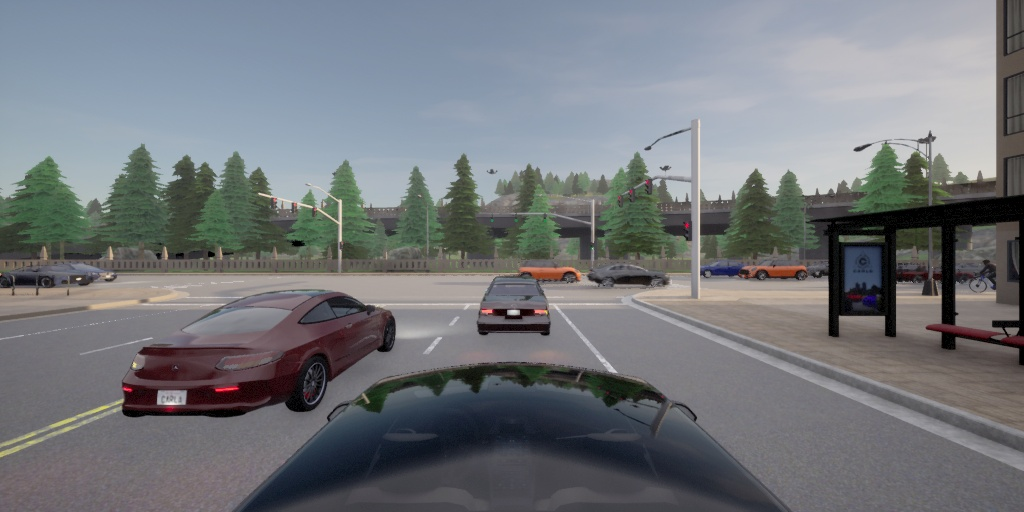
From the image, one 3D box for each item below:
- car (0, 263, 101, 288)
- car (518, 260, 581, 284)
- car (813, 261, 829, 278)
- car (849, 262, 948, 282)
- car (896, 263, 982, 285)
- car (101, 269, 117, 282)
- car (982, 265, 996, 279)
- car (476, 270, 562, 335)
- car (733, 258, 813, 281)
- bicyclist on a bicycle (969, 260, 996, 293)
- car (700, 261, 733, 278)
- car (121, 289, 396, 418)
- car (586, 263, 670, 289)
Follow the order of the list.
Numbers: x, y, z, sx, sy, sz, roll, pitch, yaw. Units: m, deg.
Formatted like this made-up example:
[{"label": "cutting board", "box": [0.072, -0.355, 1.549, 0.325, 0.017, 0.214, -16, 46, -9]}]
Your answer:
[{"label": "car", "box": [-29.039, 1.258, 22.404, 4.181, 1.385, 1.994, 0, 0, 1]}, {"label": "car", "box": [2.557, 1.057, 25.554, 4.553, 1.767, 2.097, 0, 0, 1]}, {"label": "car", "box": [28.289, 1.186, 32.123, 4.902, 1.511, 2.128, 0, 0, 4]}, {"label": "car", "box": [30.557, 1.242, 28.511, 5.357, 1.411, 2.033, 0, 0, 6]}, {"label": "car", "box": [28.933, 1.295, 25.068, 4.718, 1.301, 1.895, 0, 0, 4]}, {"label": "car", "box": [-31.565, 1.220, 25.947, 4.674, 1.442, 1.812, 0, 0, 0]}, {"label": "car", "box": [38.077, 1.258, 30.440, 4.181, 1.385, 1.994, 0, 0, 17]}, {"label": "car", "box": [0.088, 1.297, 10.445, 2.033, 1.411, 5.357, 0, 0, 1]}, {"label": "car", "box": [20.954, 1.046, 28.951, 4.553, 1.767, 2.097, 0, 0, 2]}, {"label": "bicyclist on a bicycle", "box": [22.756, 0.995, 17.037, 0.582, 1.620, 1.656, 0, 0, 1]}, {"label": "car", "box": [18.908, 1.172, 32.505, 5.008, 1.535, 1.882, 0, 0, 1]}, {"label": "car", "box": [-3.447, 1.276, 5.951, 1.812, 1.442, 4.674, 0, 0, 0]}, {"label": "car", "box": [7.068, 1.187, 21.998, 4.902, 1.511, 2.128, 0, 0, 1]}]
